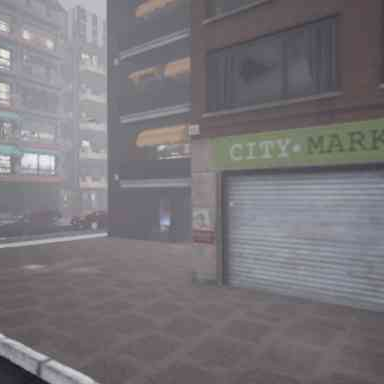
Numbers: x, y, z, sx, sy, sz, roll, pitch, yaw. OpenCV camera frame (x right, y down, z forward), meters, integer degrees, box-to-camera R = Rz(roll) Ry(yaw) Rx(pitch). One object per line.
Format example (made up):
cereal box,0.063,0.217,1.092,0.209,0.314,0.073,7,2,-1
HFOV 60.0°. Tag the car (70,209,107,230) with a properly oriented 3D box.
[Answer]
car,-6.669,1.945,24.406,1.887,1.381,4.507,-1,-2,35

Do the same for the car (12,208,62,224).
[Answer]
car,-13.493,2.032,29.211,1.802,1.307,4.206,-1,-2,35
